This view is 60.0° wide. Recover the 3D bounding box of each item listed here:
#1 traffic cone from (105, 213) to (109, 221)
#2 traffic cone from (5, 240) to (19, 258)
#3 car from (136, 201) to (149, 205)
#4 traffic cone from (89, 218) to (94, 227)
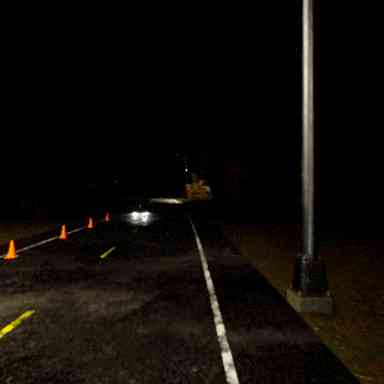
[{"bbox_3d":[-6.752,1.977,26.523,0.340,0.580,0.340,0,0,-3],"label":"traffic cone"},{"bbox_3d":[-6.274,1.973,11.602,0.340,0.580,0.340,0,0,-1],"label":"traffic cone"},{"bbox_3d":[-6.186,1.445,41.517,2.128,1.511,4.902,0,0,-4],"label":"car"},{"bbox_3d":[-6.552,1.977,21.551,0.340,0.580,0.340,0,0,-2],"label":"traffic cone"}]
